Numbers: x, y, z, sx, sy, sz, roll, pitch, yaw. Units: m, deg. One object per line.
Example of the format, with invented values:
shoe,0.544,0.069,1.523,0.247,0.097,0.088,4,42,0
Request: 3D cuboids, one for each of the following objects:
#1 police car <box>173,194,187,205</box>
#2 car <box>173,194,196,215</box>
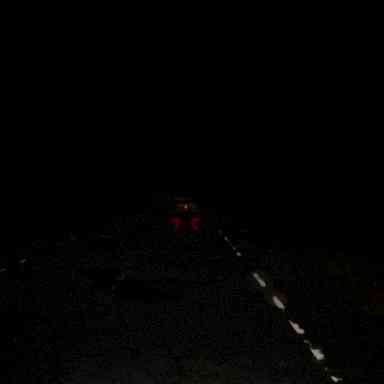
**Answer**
police car,-1.867,1.177,52.146,2.038,1.542,4.974,0,0,-4
car,-0.633,1.268,31.190,1.801,1.575,5.366,0,0,-2
